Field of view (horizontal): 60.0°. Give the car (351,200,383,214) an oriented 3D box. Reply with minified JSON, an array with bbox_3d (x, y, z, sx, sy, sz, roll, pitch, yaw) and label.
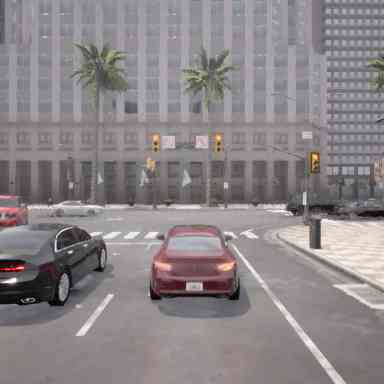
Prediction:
[{"bbox_3d":[19.032,1.564,34.539,4.181,1.385,1.994,0,0,0],"label":"car"}]

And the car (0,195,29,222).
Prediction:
[{"bbox_3d":[-10.959,1.221,19.442,2.150,2.045,5.566,1,0,-19],"label":"car"}]

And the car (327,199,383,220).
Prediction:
[{"bbox_3d":[14.210,1.491,27.344,4.902,1.511,2.128,0,0,0],"label":"car"}]

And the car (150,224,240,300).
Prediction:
[{"bbox_3d":[0.070,1.526,8.255,1.812,1.442,4.674,0,0,1],"label":"car"}]

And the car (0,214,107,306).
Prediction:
[{"bbox_3d":[-3.439,1.505,8.000,1.837,1.490,4.892,0,0,0],"label":"car"}]

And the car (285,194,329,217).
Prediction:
[{"bbox_3d":[11.507,1.221,30.846,5.566,2.045,2.150,0,0,0],"label":"car"}]

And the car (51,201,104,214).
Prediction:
[{"bbox_3d":[-10.607,1.526,30.855,4.674,1.442,1.812,0,0,0],"label":"car"}]

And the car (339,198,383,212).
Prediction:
[{"bbox_3d":[19.751,1.491,38.039,4.902,1.511,2.128,0,0,0],"label":"car"}]
